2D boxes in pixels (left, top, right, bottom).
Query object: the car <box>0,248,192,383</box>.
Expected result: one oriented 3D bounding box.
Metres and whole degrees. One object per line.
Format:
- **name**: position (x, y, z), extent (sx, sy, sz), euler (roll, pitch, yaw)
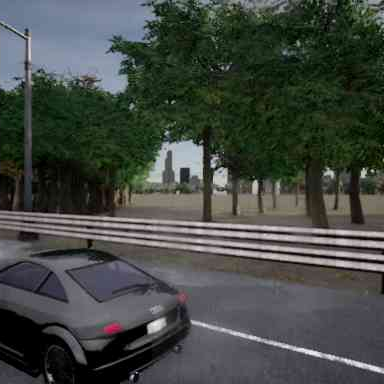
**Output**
- **car**: position (-2.076, 1.598, 5.150), extent (4.181, 1.385, 1.994), euler (0, 0, 34)
